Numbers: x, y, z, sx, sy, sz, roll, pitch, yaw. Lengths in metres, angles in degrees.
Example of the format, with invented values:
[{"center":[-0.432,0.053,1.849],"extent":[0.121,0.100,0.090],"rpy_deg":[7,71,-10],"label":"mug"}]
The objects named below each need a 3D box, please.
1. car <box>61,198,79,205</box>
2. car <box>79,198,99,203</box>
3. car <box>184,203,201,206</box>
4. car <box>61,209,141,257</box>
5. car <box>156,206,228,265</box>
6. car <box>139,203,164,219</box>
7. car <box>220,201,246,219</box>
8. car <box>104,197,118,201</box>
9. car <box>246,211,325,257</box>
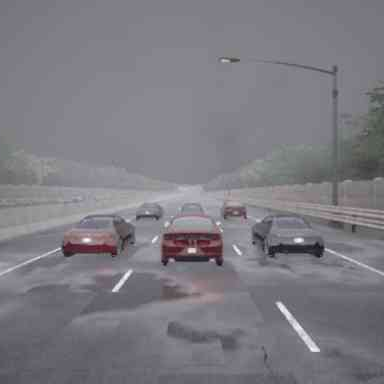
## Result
[{"center":[-21.048,1.651,57.800],"extent":[1.994,1.385,4.181],"rpy_deg":[0,0,1],"label":"car"},{"center":[-17.552,1.651,58.008],"extent":[1.994,1.385,4.181],"rpy_deg":[0,0,1],"label":"car"},{"center":[0.015,1.563,25.609],"extent":[2.033,1.411,5.357],"rpy_deg":[0,0,0],"label":"car"},{"center":[-3.457,1.564,13.025],"extent":[1.994,1.385,4.181],"rpy_deg":[0,0,1],"label":"car"},{"center":[0.029,1.476,11.722],"extent":[1.882,1.535,5.008],"rpy_deg":[0,0,1],"label":"car"},{"center":[-3.461,1.585,27.946],"extent":[1.994,1.385,4.181],"rpy_deg":[0,0,1],"label":"car"},{"center":[3.548,1.499,29.000],"extent":[1.882,1.535,5.008],"rpy_deg":[0,0,1],"label":"car"},{"center":[-14.053,1.580,58.225],"extent":[2.128,1.511,4.902],"rpy_deg":[0,0,1],"label":"car"},{"center":[3.543,1.564,12.986],"extent":[1.994,1.385,4.181],"rpy_deg":[0,0,0],"label":"car"}]
